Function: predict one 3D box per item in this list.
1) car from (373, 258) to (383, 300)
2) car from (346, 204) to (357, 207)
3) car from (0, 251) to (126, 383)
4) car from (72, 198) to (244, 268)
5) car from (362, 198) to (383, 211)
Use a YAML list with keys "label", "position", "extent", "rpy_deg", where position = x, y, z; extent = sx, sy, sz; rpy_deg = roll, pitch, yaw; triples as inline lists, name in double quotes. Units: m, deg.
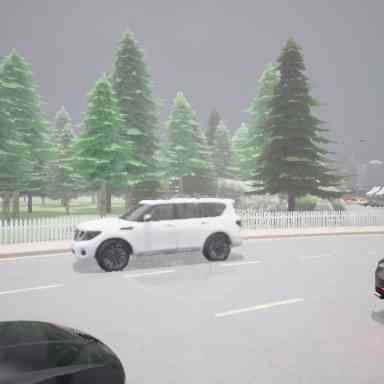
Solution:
- label: "car"
  position: [5.605, 1.492, 6.112]
  extent: [4.902, 1.511, 2.128]
  rpy_deg: [0, 0, -24]
- label: "car"
  position: [22.705, 1.533, 44.742]
  extent: [1.882, 1.535, 5.008]
  rpy_deg: [0, 0, -4]
- label: "car"
  position: [-2.740, 1.478, 1.608]
  extent: [5.008, 1.535, 1.882]
  rpy_deg: [0, 0, -37]
- label: "car"
  position: [-0.982, 1.221, 10.915]
  extent: [5.566, 2.045, 2.150]
  rpy_deg: [0, 0, -24]
- label: "car"
  position: [19.844, 1.548, 34.583]
  extent: [2.128, 1.511, 4.902]
  rpy_deg: [0, 0, -4]
